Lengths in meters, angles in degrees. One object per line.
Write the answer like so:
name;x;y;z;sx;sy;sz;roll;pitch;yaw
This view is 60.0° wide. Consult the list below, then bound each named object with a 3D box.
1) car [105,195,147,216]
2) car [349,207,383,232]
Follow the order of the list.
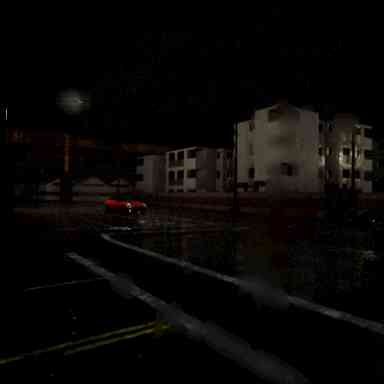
car;-5.931;1.120;29.852;2.097;1.767;4.553;1;1;-42
car;12.582;1.725;21.831;5.008;1.535;1.882;1;1;-24
